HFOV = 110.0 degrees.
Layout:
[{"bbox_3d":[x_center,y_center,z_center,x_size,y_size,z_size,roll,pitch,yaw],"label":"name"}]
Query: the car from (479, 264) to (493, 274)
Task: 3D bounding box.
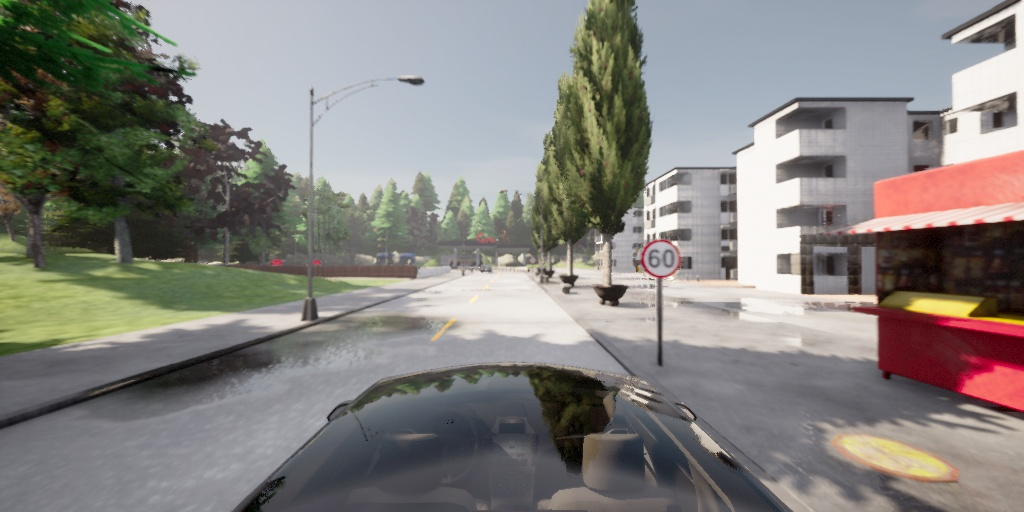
[{"bbox_3d":[-4.085,2.022,57.470,2.128,1.511,4.902,0,-1,-4],"label":"car"}]
